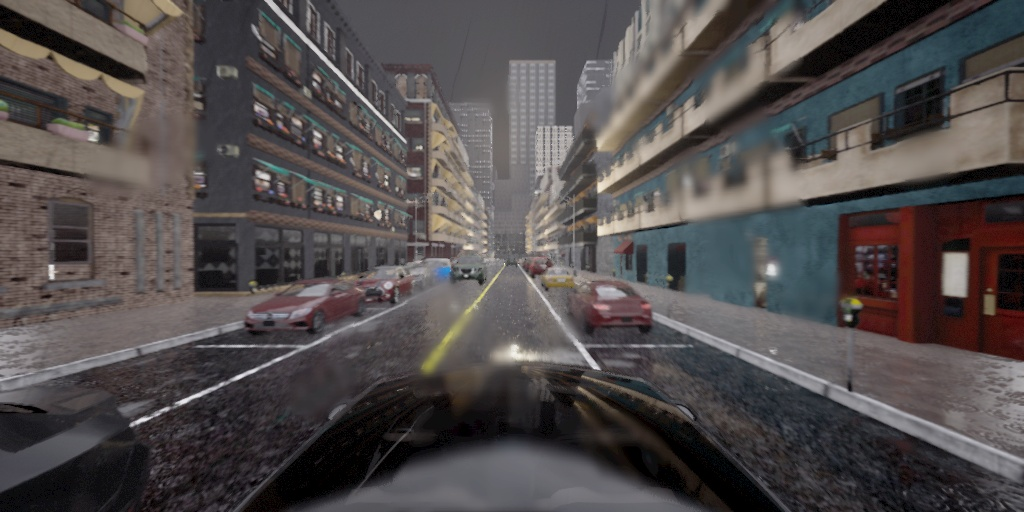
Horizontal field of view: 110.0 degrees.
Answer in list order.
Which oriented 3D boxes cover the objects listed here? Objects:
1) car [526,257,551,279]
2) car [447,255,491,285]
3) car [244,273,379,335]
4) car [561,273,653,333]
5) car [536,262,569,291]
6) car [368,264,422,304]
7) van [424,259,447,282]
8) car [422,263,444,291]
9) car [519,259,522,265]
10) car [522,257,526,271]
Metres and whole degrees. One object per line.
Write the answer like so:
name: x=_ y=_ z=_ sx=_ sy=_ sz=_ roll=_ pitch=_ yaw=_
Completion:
car: x=2.678 y=1.064 z=32.833 sx=2.192 sy=1.841 sz=5.009 roll=0 pitch=0 yaw=0
car: x=-3.011 y=0.957 z=26.368 sx=2.150 sy=2.045 sz=5.566 roll=0 pitch=0 yaw=0
car: x=-5.662 y=1.333 z=10.451 sx=1.802 sy=1.307 sz=4.207 roll=0 pitch=0 yaw=0
car: x=2.686 y=1.331 z=10.425 sx=1.802 sy=1.307 sz=4.207 roll=0 pitch=0 yaw=0
car: x=2.682 y=1.275 z=21.799 sx=1.751 sy=1.417 sz=4.829 roll=0 pitch=0 yaw=0
car: x=-5.664 y=1.191 z=16.053 sx=1.967 sy=1.591 sz=4.097 roll=0 pitch=0 yaw=0
van: x=-5.668 y=1.092 z=27.257 sx=1.690 sy=1.789 sz=3.998 roll=0 pitch=0 yaw=0
car: x=-5.666 y=1.302 z=21.655 sx=2.007 sy=1.370 sz=4.403 roll=0 pitch=0 yaw=0
car: x=2.670 y=1.066 z=55.242 sx=2.192 sy=1.841 sz=5.009 roll=0 pitch=0 yaw=0
car: x=2.674 y=1.065 z=44.037 sx=2.192 sy=1.841 sz=5.009 roll=0 pitch=0 yaw=0
